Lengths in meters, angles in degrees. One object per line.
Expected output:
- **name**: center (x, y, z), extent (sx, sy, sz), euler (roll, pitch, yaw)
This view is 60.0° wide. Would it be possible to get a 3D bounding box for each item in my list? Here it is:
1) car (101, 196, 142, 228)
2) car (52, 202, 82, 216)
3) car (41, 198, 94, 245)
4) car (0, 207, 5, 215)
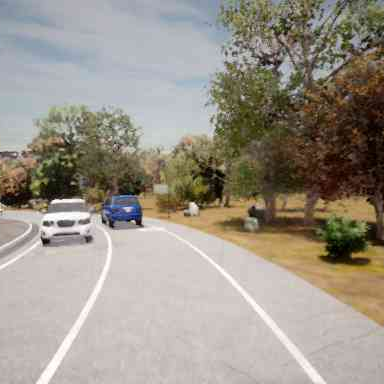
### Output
- **car**: center (-5.137, 1.321, 23.790), extent (2.150, 2.045, 5.566), euler (-2, 0, -23)
- **car**: center (-15.020, 1.988, 39.899), extent (1.837, 1.490, 4.892), euler (-4, 1, -39)
- **car**: center (-6.253, 1.368, 16.950), extent (2.150, 2.045, 5.566), euler (-2, 0, -18)
- **car**: center (-30.690, 2.890, 51.678), extent (1.812, 1.442, 4.674), euler (-5, 2, -45)
